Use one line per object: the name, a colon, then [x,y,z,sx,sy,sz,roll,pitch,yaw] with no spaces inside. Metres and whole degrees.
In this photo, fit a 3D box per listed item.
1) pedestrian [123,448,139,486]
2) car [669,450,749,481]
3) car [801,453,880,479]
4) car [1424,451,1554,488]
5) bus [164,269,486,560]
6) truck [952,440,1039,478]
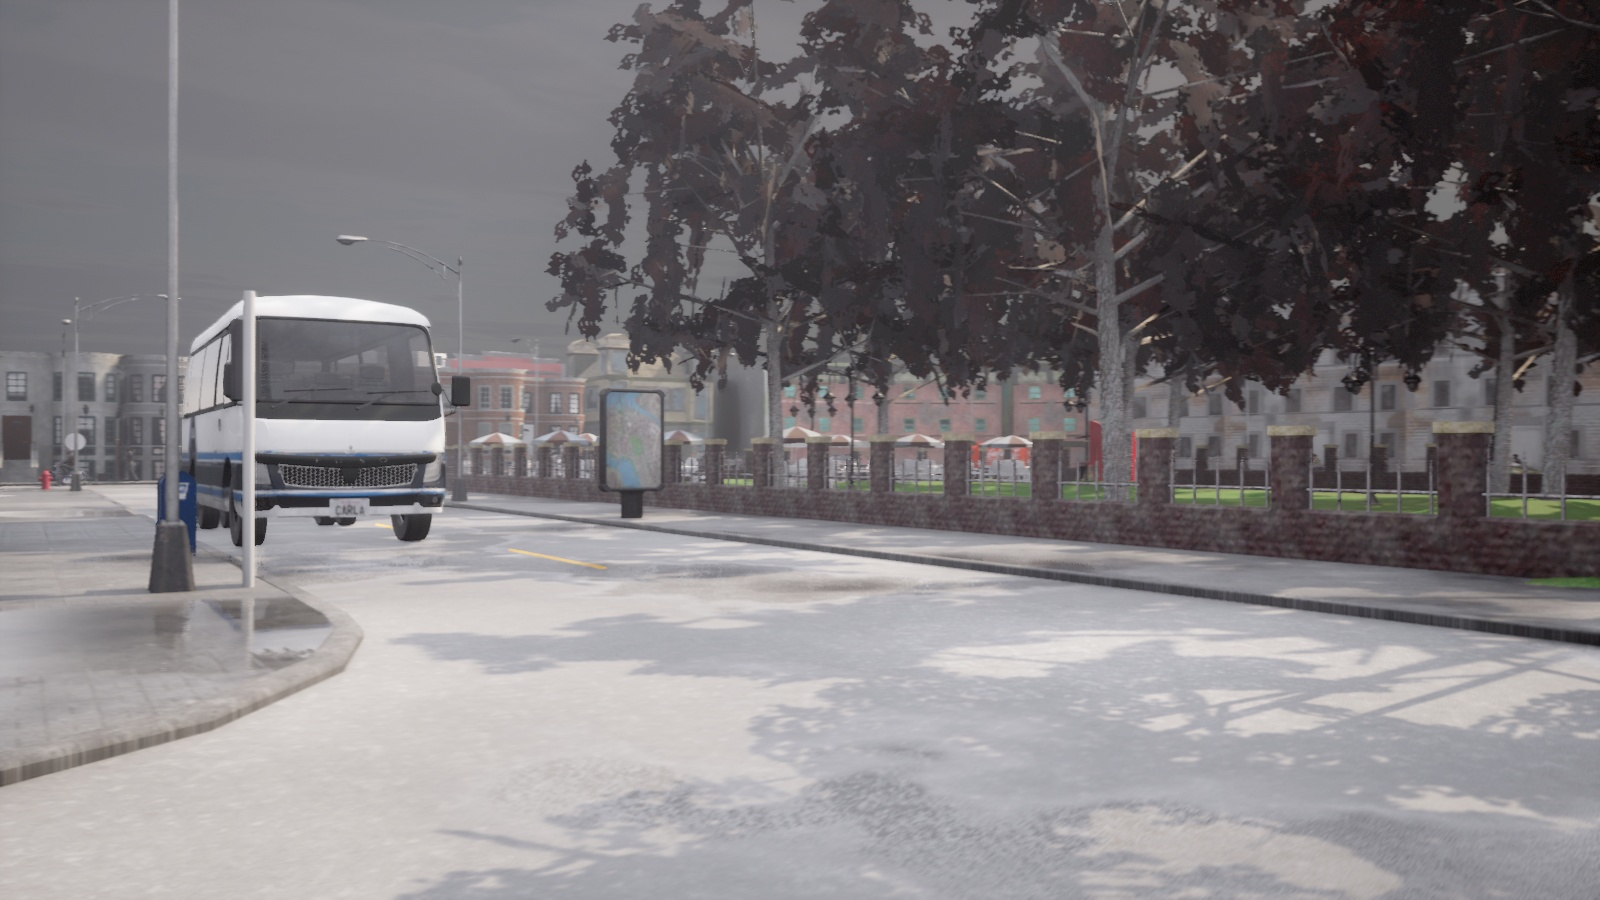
pedestrian: [-34.473,0.874,64.724,0.666,1.930,0.402,0,0,-13]
car: [-5.626,0.936,77.739,4.605,1.855,1.932,0,0,-32]
car: [2.665,1.042,82.829,4.856,1.649,2.033,0,0,-26]
car: [29.666,0.831,54.198,2.007,1.525,4.514,0,0,-32]
bus: [-9.422,-0.489,23.747,3.944,4.253,10.273,0,0,-31]
truck: [13.110,0.596,84.316,5.204,2.467,2.627,0,0,26]
